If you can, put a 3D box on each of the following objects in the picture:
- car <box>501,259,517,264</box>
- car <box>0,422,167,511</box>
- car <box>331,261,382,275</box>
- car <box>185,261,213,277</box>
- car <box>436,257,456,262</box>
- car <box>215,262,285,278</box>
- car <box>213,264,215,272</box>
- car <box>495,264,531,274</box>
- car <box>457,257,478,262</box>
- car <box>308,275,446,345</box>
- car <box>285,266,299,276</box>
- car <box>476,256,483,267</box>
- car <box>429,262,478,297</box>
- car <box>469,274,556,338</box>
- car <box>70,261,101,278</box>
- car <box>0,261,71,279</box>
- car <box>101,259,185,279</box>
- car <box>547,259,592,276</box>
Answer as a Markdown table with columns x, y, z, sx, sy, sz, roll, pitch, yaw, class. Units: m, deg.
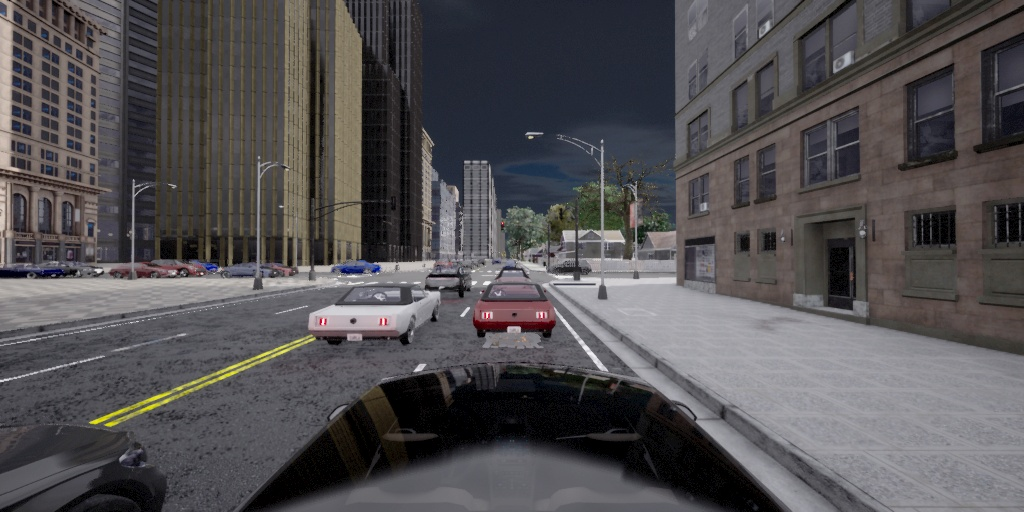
| x | y | z | sx | sy | sz | roll | pitch | yaw | class |
| --- | --- | --- | --- | --- | --- | --- | --- | --- | --- |
| -0.215 | 1.299 | 57.671 | 2.033 | 1.411 | 5.357 | 0 | 0 | 2 | car |
| -3.141 | 1.275 | 0.319 | 1.812 | 1.442 | 4.674 | 0 | 0 | 0 | car |
| -16.437 | 1.252 | 37.946 | 5.008 | 1.535 | 1.882 | 0 | -1 | -2 | car |
| -31.516 | 1.091 | 33.683 | 4.553 | 1.767 | 2.097 | 0 | -1 | -5 | car |
| -10.020 | 1.104 | 52.619 | 2.097 | 1.767 | 4.553 | 0 | 0 | 0 | car |
| -22.543 | 1.271 | 30.983 | 4.181 | 1.385 | 1.994 | 0 | -1 | -3 | car |
| -35.936 | 1.284 | 40.052 | 5.008 | 1.535 | 1.882 | 0 | -1 | -5 | car |
| 0.038 | 1.315 | 18.940 | 1.994 | 1.385 | 4.181 | 0 | 0 | 0 | car |
| -6.771 | 1.257 | 54.447 | 1.837 | 1.490 | 4.892 | 0 | 0 | 0 | car |
| -3.181 | 1.352 | 9.462 | 1.895 | 1.301 | 4.718 | 0 | 0 | 0 | car |
| -22.832 | 1.304 | 34.224 | 4.181 | 1.385 | 1.994 | 0 | -1 | -3 | car |
| -6.779 | 1.257 | 64.586 | 1.837 | 1.490 | 4.892 | 0 | 0 | 0 | car |
| -3.209 | 1.243 | 18.715 | 2.128 | 1.511 | 4.902 | 0 | 0 | 0 | car |
| 0.052 | 1.350 | 10.183 | 1.895 | 1.301 | 4.718 | 0 | 0 | 0 | car |
| -40.587 | 1.228 | 32.886 | 4.902 | 1.511 | 2.128 | 0 | -1 | -6 | car |
| -40.383 | 1.305 | 29.649 | 4.718 | 1.301 | 1.895 | 0 | -1 | -6 | car |
| -31.215 | 1.232 | 30.449 | 4.674 | 1.442 | 1.812 | 0 | -1 | -4 | car |
| 5.993 | 1.293 | 37.728 | 4.674 | 1.442 | 1.812 | 0 | -1 | -4 | car |
